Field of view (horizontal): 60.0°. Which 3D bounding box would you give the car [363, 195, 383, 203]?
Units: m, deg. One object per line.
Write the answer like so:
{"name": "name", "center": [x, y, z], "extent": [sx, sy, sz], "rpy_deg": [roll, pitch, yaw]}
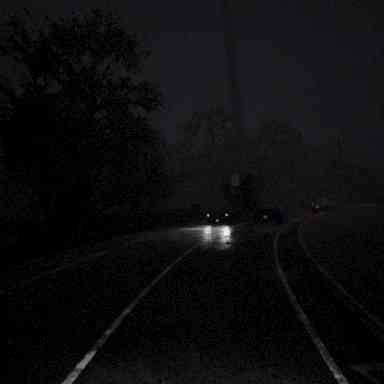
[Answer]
{"name": "car", "center": [30.916, 1.156, 56.226], "extent": [4.718, 1.301, 1.895], "rpy_deg": [-4, -3, -32]}

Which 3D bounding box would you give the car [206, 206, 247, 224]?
{"name": "car", "center": [2.747, 1.750, 26.049], "extent": [1.895, 1.301, 4.718], "rpy_deg": [-2, -1, 25]}

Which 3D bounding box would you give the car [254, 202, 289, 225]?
{"name": "car", "center": [5.894, 1.499, 24.554], "extent": [1.882, 1.535, 5.008], "rpy_deg": [-2, -1, 24]}

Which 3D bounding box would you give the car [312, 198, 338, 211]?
{"name": "car", "center": [15.748, 1.429, 39.543], "extent": [1.812, 1.442, 4.674], "rpy_deg": [-5, -2, 41]}
